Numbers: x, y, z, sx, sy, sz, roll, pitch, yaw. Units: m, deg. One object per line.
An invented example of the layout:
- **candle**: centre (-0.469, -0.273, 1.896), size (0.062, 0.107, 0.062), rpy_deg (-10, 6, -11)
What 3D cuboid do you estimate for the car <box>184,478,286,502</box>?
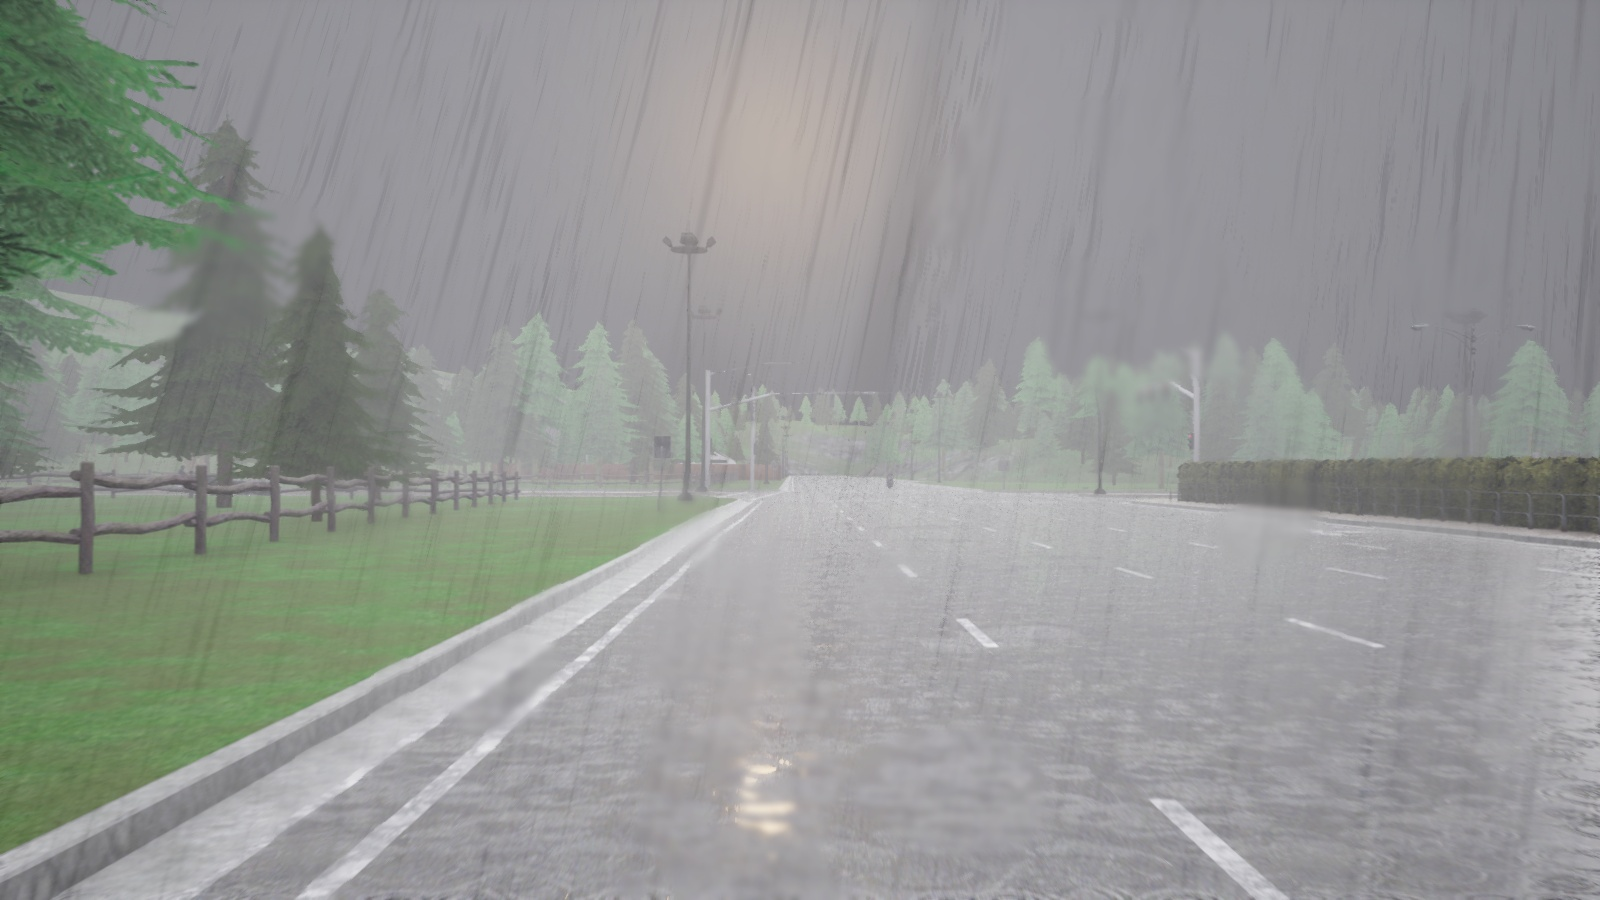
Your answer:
- **car**: centre (-30.963, 2.192, 68.895), size (4.718, 1.301, 1.895), rpy_deg (0, -1, -1)
